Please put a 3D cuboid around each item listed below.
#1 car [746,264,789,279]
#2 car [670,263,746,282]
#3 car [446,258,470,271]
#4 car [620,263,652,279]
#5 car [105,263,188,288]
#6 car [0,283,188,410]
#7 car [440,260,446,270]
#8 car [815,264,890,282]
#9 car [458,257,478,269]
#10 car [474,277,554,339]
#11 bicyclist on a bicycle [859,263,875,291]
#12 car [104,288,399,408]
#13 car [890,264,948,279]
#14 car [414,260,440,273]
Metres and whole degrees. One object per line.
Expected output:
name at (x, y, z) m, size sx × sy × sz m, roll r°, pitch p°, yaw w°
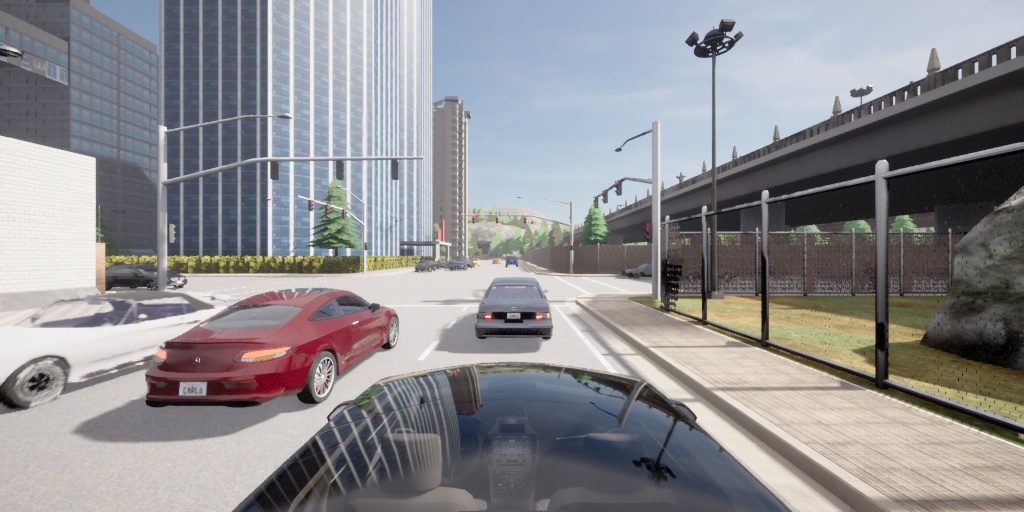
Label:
car at (22.312, 1.406, 32.688) m, size 4.718 × 1.301 × 1.895 m, roll 0°, pitch 0°, yaw 0°
car at (15.666, 1.297, 29.161) m, size 4.902 × 1.511 × 2.128 m, roll 0°, pitch 0°, yaw 0°
car at (-7.177, 1.314, 48.207) m, size 1.994 × 1.385 × 4.181 m, roll 0°, pitch 0°, yaw 0°
car at (12.722, 1.353, 32.648) m, size 5.357 × 1.411 × 2.033 m, roll 0°, pitch 0°, yaw 0°
car at (-22.583, 1.331, 21.823) m, size 4.674 × 1.442 × 1.812 m, roll 0°, pitch 0°, yaw 0°
car at (-7.145, 1.351, 6.270) m, size 1.895 × 1.301 × 4.718 m, roll 0°, pitch 0°, yaw -1°
car at (-10.690, 1.275, 54.462) m, size 1.812 × 1.442 × 4.674 m, roll 0°, pitch 0°, yaw 0°
car at (27.322, 1.331, 29.196) m, size 4.674 × 1.442 × 1.812 m, roll 0°, pitch 0°, yaw 0°
car at (-7.183, 1.298, 58.194) m, size 2.033 × 1.411 × 5.357 m, roll 0°, pitch 0°, yaw 0°
car at (0.079, 1.297, 10.013) m, size 2.033 × 1.411 × 5.357 m, roll 0°, pitch 0°, yaw 1°
bicyclist on a bicycle at (18.267, 1.106, 18.188) m, size 0.582 × 1.620 × 1.656 m, roll 0°, pitch 0°, yaw 0°
car at (-3.449, 1.276, 6.193) m, size 1.812 × 1.442 × 4.674 m, roll 0°, pitch 0°, yaw 0°
car at (36.852, 1.406, 32.727) m, size 4.718 × 1.301 × 1.895 m, roll 0°, pitch 0°, yaw 0°
car at (-10.676, 1.257, 44.361) m, size 1.837 × 1.490 × 4.892 m, roll 0°, pitch 0°, yaw 0°
